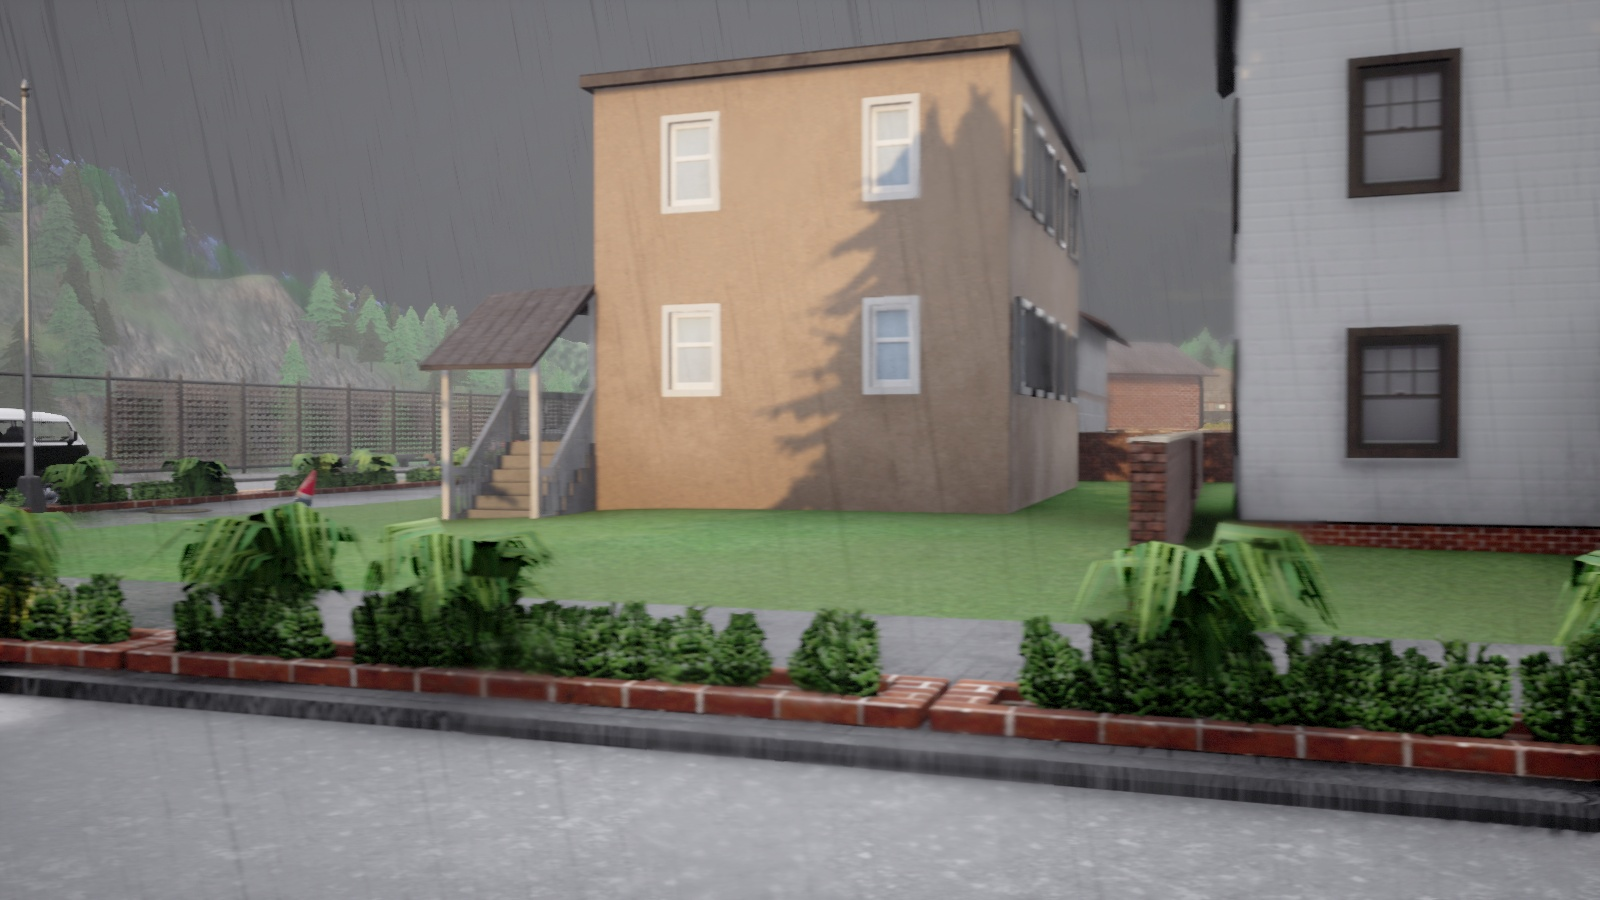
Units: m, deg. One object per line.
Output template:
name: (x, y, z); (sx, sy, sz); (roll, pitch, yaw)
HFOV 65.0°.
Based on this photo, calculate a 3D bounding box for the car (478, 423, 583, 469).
car: (-10.754, -0.200, 50.520); (2.097, 1.767, 4.553); (1, 1, 19)

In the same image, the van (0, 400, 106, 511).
van: (-15.628, 0.086, 23.438); (2.069, 2.038, 4.480); (1, 1, 18)
